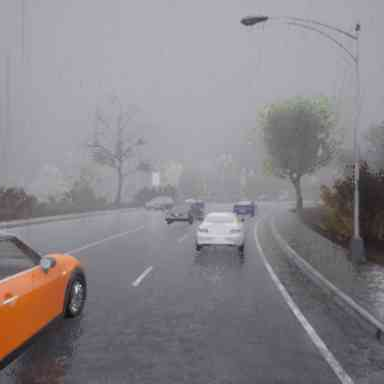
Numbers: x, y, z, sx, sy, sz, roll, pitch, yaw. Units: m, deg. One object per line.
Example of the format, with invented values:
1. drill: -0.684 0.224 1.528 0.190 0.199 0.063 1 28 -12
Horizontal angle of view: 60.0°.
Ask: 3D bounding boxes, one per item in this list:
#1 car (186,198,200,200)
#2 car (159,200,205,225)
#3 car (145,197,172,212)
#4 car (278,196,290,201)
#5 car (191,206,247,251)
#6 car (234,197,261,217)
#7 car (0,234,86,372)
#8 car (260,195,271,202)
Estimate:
1. car: 0.032 1.499 38.944 1.882 1.535 5.008 0 0 20
2. car: -0.446 1.563 24.365 2.033 1.411 5.357 0 0 13
3. car: -3.690 1.354 38.829 2.097 1.767 4.553 0 0 20
4. car: 20.490 1.561 74.675 1.812 1.442 4.674 0 0 38
5. car: 1.262 1.542 14.102 1.812 1.442 4.674 0 0 8
6. car: 5.180 1.525 31.703 1.882 1.535 5.008 0 0 17
7. car: -3.126 1.345 4.537 2.097 1.767 4.553 0 0 2
8. car: 16.186 1.469 74.920 1.837 1.490 4.892 0 0 38
